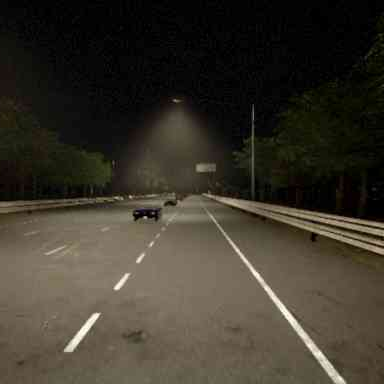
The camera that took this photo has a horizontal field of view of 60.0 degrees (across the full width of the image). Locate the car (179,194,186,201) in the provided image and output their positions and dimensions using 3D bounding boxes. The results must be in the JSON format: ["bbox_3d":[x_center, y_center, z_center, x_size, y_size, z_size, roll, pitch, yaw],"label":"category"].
[{"bbox_3d":[-3.157,1.406,82.992,2.097,1.767,4.553,0,0,1],"label":"car"}]

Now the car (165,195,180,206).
[{"bbox_3d":[-3.364,1.632,53.853,1.895,1.301,4.718,0,0,0],"label":"car"}]

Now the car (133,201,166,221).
[{"bbox_3d":[-3.473,1.609,26.863,1.895,1.301,4.718,0,0,0],"label":"car"}]
